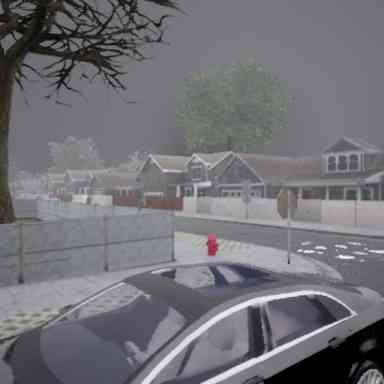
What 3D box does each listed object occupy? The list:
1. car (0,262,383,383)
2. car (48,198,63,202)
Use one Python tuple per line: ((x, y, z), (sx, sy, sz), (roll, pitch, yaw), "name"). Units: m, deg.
((-0.081, 1.492, 2.888), (4.902, 1.511, 2.128), (0, 0, -35), "car")
((-19.184, 1.561, 46.506), (1.812, 1.442, 4.674), (0, 0, -36), "car")
